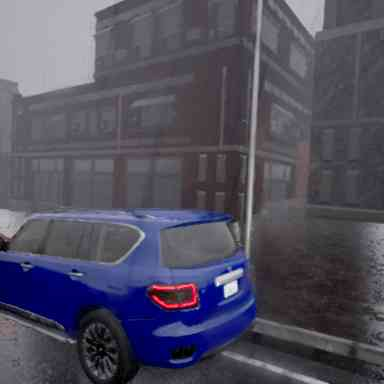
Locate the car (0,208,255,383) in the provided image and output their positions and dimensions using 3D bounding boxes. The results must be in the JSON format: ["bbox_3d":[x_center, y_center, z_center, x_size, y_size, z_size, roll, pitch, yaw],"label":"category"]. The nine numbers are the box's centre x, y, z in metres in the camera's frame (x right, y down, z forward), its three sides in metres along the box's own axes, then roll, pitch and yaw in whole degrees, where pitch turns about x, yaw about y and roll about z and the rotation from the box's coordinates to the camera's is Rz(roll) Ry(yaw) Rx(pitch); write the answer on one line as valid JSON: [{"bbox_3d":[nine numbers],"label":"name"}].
[{"bbox_3d":[-1.703,1.286,5.604,5.566,2.045,2.150,-1,-1,36],"label":"car"}]
